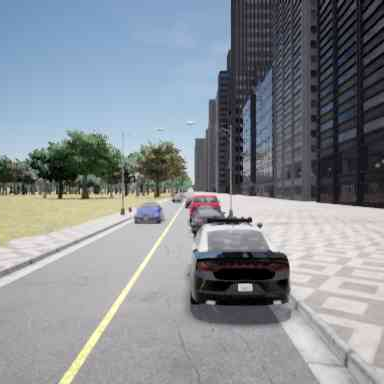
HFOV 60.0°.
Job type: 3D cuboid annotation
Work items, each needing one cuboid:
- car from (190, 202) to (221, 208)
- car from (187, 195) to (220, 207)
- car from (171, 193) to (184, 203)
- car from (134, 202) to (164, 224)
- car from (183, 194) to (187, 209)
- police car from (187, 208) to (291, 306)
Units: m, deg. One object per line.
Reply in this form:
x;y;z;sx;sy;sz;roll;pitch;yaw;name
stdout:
0.912;1.506;18.126;1.812;1.442;4.674;0;0;0;car
0.913;1.194;24.157;2.150;2.045;5.566;0;0;0;car
-2.990;1.407;65.175;2.033;1.411;5.357;0;0;1;car
-3.085;1.495;24.642;1.812;1.442;4.674;0;0;0;car
0.051;1.425;44.994;1.837;1.490;4.892;0;0;1;car
0.906;1.418;8.236;1.930;1.638;5.238;0;0;0;police car
